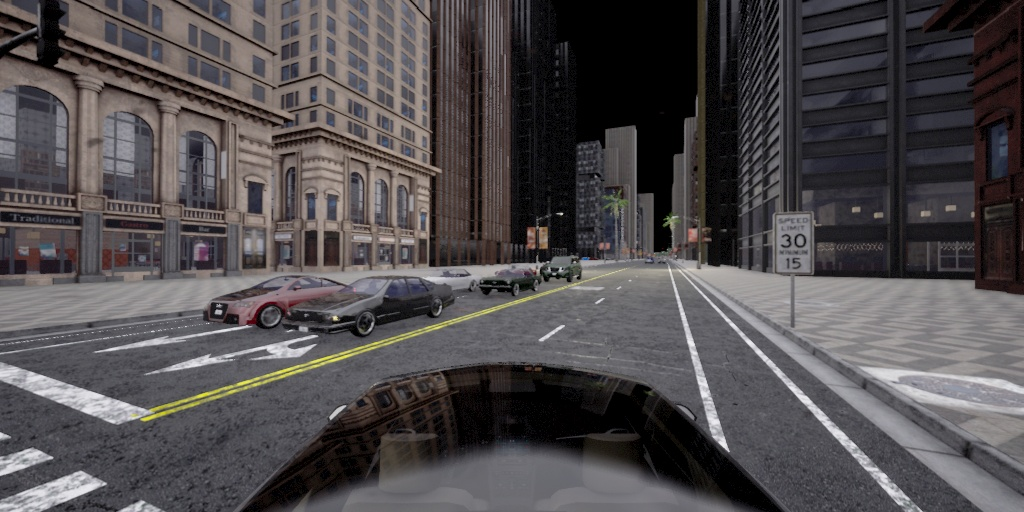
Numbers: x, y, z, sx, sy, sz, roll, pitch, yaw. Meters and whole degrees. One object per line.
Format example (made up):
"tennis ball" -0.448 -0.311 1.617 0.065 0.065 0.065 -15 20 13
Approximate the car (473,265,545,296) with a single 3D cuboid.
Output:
"car" 0.017 1.367 19.538 1.895 1.301 4.718 0 0 23

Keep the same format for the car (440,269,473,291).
"car" -3.569 1.364 19.428 1.895 1.301 4.718 0 0 23

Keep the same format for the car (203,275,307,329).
"car" -7.024 1.317 11.376 1.994 1.385 4.181 0 0 23

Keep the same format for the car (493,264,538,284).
"car" 0.366 1.379 28.579 1.895 1.301 4.718 0 0 23

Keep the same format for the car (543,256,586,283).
"car" 4.244 1.004 29.364 2.150 2.045 5.566 0 0 23

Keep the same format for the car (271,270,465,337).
"car" -3.769 1.302 10.728 2.033 1.411 5.357 0 0 23
